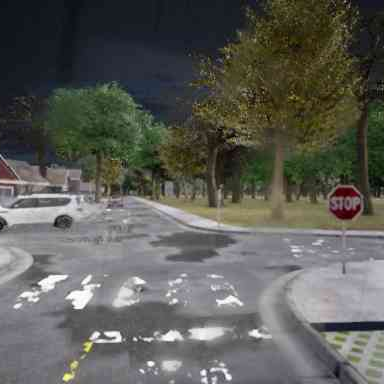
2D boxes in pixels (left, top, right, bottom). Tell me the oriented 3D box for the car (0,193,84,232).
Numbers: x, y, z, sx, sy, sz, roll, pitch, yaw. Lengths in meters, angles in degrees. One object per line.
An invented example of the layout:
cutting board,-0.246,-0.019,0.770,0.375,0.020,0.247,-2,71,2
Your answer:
car,-8.965,1.145,18.631,5.566,2.045,2.150,0,4,-32

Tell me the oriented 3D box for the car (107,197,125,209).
car,-9.461,1.310,41.171,1.812,1.442,4.674,0,0,-12
